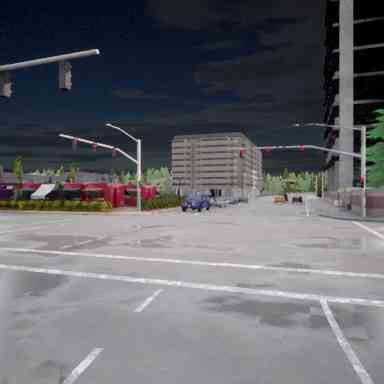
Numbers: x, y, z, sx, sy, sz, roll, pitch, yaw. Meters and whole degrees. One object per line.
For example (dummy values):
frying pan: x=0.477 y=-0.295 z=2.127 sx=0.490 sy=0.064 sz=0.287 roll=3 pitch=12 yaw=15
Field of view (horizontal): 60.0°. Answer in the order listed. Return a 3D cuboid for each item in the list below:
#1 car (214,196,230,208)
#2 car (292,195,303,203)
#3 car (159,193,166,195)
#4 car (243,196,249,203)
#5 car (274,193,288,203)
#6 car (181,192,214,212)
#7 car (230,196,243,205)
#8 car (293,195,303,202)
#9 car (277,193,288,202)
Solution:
car: x=3.724 y=1.601 z=48.548 sx=1.895 sy=1.301 sz=4.718 roll=0 pitch=0 yaw=19
car: x=21.419 y=1.478 z=67.598 sx=1.882 sy=1.535 sz=5.008 roll=0 pitch=0 yaw=19
car: x=-8.000 y=1.209 z=81.429 sx=4.605 sy=1.855 sz=1.932 roll=0 pitch=0 yaw=19
car: x=10.314 y=1.547 z=67.656 sx=2.033 sy=1.411 sz=5.357 roll=0 pitch=0 yaw=19
car: x=18.205 y=1.478 z=69.000 sx=1.882 sy=1.535 sz=5.008 roll=0 pitch=0 yaw=19
car: x=0.580 y=1.221 z=39.305 sx=2.150 sy=2.045 sz=5.566 roll=0 pitch=0 yaw=19
car: x=6.844 y=1.491 z=57.666 sx=2.128 sy=1.511 sz=4.902 roll=0 pitch=0 yaw=19
car: x=24.708 y=1.525 z=77.343 sx=2.128 sy=1.511 sz=4.902 roll=0 pitch=0 yaw=19
car: x=21.513 y=1.225 z=78.819 sx=2.150 sy=2.045 sz=5.566 roll=0 pitch=0 yaw=19
